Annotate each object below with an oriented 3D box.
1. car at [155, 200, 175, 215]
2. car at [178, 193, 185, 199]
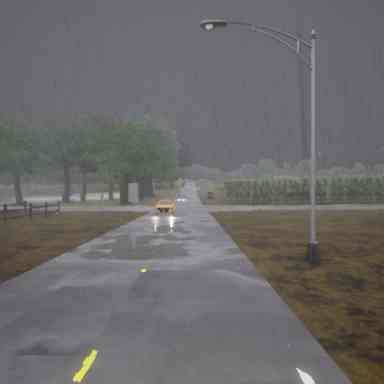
[{"bbox_3d":[-2.749,1.533,34.681,1.882,1.535,5.008,0,0,0],"label":"car"},{"bbox_3d":[-2.749,0.986,88.293,2.128,1.511,4.902,0,1,0],"label":"car"}]
